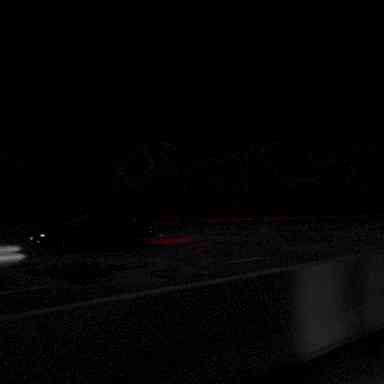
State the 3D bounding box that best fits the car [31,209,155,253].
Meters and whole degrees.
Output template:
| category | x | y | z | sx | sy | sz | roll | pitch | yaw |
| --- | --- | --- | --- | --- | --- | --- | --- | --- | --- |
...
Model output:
| category | x | y | z | sx | sy | sz | roll | pitch | yaw |
| --- | --- | --- | --- | --- | --- | --- | --- | --- | --- |
| car | -3.926 | 1.506 | 13.720 | 4.892 | 1.490 | 1.837 | 1 | 0 | -32 |
